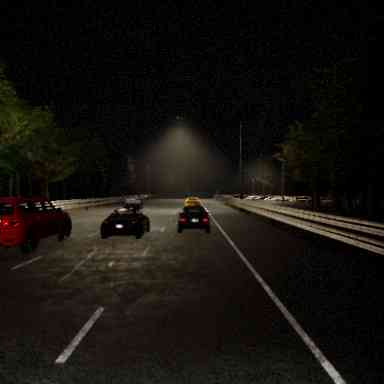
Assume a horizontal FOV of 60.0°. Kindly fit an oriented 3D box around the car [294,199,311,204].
[{"bbox_3d":[22.788,1.690,68.170,1.994,1.385,4.181,0,1,-40],"label":"car"}]

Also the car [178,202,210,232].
[{"bbox_3d":[0.103,1.543,20.027,2.033,1.411,5.357,0,0,0],"label":"car"}]

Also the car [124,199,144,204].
[{"bbox_3d":[-6.893,1.541,39.634,1.895,1.301,4.718,0,0,0],"label":"car"}]

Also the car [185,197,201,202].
[{"bbox_3d":[0.106,1.410,41.844,1.882,1.535,5.008,0,0,0],"label":"car"}]

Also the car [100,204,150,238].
[{"bbox_3d":[-3.396,1.563,17.539,1.994,1.385,4.181,0,0,0],"label":"car"}]

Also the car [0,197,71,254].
[{"bbox_3d":[-6.898,1.225,13.725,2.150,2.045,5.566,0,0,0],"label":"car"}]
